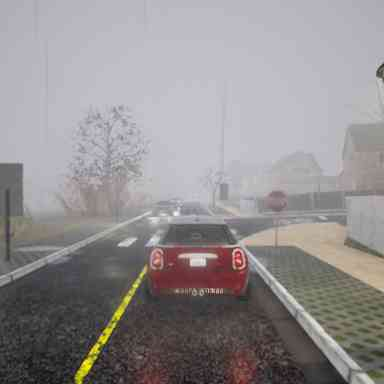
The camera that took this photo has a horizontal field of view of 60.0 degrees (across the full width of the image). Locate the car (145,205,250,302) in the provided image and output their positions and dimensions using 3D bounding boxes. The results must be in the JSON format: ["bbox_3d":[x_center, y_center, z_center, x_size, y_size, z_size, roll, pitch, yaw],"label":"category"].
[{"bbox_3d":[0.116,1.367,8.471,2.097,1.767,4.553,0,0,0],"label":"car"}]

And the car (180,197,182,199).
[{"bbox_3d":[-2.742,1.646,52.637,1.812,1.442,4.674,0,0,1],"label":"car"}]

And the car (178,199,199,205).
[{"bbox_3d":[-0.103,1.668,31.940,1.895,1.301,4.718,0,0,-1],"label":"car"}]

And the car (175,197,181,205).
[{"bbox_3d":[-2.762,1.694,42.857,1.895,1.301,4.718,0,0,0],"label":"car"}]

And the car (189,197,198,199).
[{"bbox_3d":[0.232,1.683,65.352,1.812,1.442,4.674,0,0,0],"label":"car"}]

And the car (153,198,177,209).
[{"bbox_3d":[-2.781,1.595,33.224,1.812,1.442,4.674,0,0,0],"label":"car"}]

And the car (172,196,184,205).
[{"bbox_3d":[-2.670,1.642,64.127,2.128,1.511,4.902,0,0,1],"label":"car"}]
